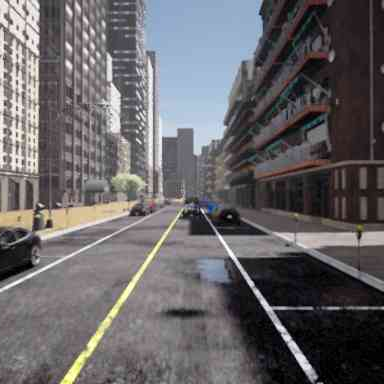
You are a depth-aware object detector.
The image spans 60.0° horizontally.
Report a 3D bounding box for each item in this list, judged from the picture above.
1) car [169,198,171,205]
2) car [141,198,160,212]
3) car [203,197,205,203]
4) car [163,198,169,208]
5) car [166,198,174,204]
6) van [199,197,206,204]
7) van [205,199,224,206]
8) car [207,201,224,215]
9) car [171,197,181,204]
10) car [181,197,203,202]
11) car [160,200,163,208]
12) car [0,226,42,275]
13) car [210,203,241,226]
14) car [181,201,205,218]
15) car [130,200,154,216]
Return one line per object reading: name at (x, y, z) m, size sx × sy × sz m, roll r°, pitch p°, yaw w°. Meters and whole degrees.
car at (-5.708, 2.302, 75.361) m, size 1.947 × 1.339 × 4.313 m, roll 0°, pitch -1°, yaw 0°
car at (-5.701, 1.713, 42.228) m, size 2.192 × 1.841 × 5.009 m, roll 0°, pitch -1°, yaw 0°
car at (2.347, 2.113, 65.694) m, size 1.882 × 1.535 × 5.008 m, roll 0°, pitch -1°, yaw 0°
car at (-5.704, 2.116, 58.794) m, size 2.008 × 1.369 × 4.403 m, roll 0°, pitch -1°, yaw 0°
car at (-5.710, 2.295, 86.408) m, size 1.967 × 1.590 × 4.097 m, roll 0°, pitch -1°, yaw 0°
van at (2.670, 2.196, 86.410) m, size 1.690 × 1.788 × 3.998 m, roll 0°, pitch -1°, yaw 0°
van at (2.681, 1.685, 36.707) m, size 1.690 × 1.788 × 3.998 m, roll 0°, pitch -1°, yaw 0°
car at (2.682, 1.817, 31.352) m, size 1.752 × 1.417 × 4.829 m, roll 0°, pitch -1°, yaw 0°
car at (-3.014, 1.963, 74.786) m, size 1.882 × 1.535 × 5.008 m, roll 0°, pitch -1°, yaw 0°
car at (0.000, 1.643, 44.385) m, size 2.150 × 2.045 × 5.566 m, roll 0°, pitch 0°, yaw 0°
car at (-5.702, 2.004, 47.749) m, size 2.008 × 1.369 × 4.403 m, roll 0°, pitch -1°, yaw 0°
car at (-5.694, 1.650, 9.090) m, size 1.947 × 1.339 × 4.313 m, roll 0°, pitch -1°, yaw 0°
car at (2.684, 1.803, 25.659) m, size 1.947 × 1.339 × 4.313 m, roll 0°, pitch -1°, yaw 0°
car at (-0.008, 1.911, 33.335) m, size 1.895 × 1.301 × 4.718 m, roll 0°, pitch -1°, yaw 0°
car at (-5.700, 1.909, 36.704) m, size 1.947 × 1.339 × 4.313 m, roll 0°, pitch -1°, yaw 0°
